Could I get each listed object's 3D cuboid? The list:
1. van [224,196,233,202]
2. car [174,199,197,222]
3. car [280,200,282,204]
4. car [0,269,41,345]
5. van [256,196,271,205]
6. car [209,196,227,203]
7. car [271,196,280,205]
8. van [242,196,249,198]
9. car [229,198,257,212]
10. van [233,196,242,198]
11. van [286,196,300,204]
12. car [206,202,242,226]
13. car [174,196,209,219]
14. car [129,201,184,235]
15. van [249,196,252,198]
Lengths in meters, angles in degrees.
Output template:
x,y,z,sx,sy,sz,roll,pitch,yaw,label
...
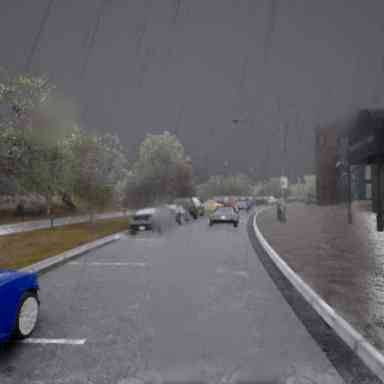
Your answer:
x,y,z,sx,sy,sz,roll,pitch,yaw,label
4.076,1.566,46.881,1.878,1.987,4.442,-3,-1,16,van
-1.367,1.628,25.083,2.231,1.521,4.892,-3,-1,10,car
20.910,2.323,81.958,2.002,1.452,4.674,-3,-1,32,car
-3.498,1.497,3.569,2.097,1.535,5.008,0,0,2,car
15.227,1.910,72.472,1.878,1.987,4.442,-3,-1,27,van
2.457,1.737,41.604,1.946,1.575,5.366,-3,-1,18,car
17.966,1.961,77.244,2.435,2.045,5.566,-3,-1,28,car
7.984,1.687,57.360,1.878,1.987,4.442,-3,-1,21,van
6.412,1.766,41.371,2.033,1.411,5.357,-1,-1,17,car
5.941,1.623,52.155,1.878,1.987,4.442,-3,-1,21,van
27.226,2.180,91.276,1.878,1.987,4.442,-3,-1,35,van
2.412,1.681,24.202,1.994,1.385,4.181,0,0,9,car
-0.319,1.408,30.612,2.435,2.045,5.566,-3,-1,12,car
-2.226,1.596,19.558,2.231,1.521,4.892,-3,0,9,car
10.193,1.756,62.484,1.878,1.987,4.442,-3,-1,23,van
